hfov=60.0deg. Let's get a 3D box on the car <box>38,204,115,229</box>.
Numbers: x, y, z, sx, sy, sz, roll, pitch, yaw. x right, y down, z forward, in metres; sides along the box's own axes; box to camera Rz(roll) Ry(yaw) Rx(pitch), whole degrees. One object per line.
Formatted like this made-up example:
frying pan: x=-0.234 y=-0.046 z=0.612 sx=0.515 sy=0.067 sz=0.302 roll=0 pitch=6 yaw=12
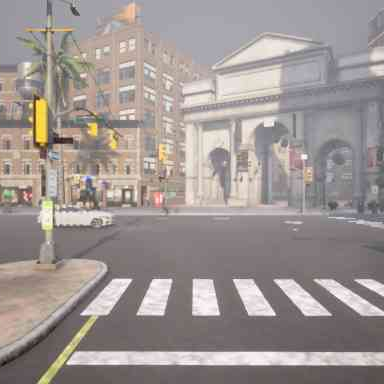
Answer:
car: x=-7.285 y=1.526 z=21.101 sx=4.674 sy=1.442 sz=1.812 roll=0 pitch=0 yaw=0
